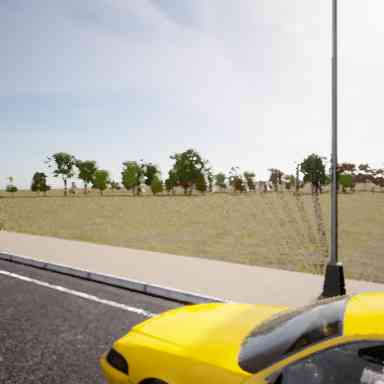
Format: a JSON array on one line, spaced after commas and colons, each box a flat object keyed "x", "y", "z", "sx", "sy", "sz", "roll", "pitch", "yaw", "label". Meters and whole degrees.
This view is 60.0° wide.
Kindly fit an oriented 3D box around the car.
[{"x": 1.570, "y": 1.456, "z": 2.441, "sx": 5.366, "sy": 1.575, "sz": 1.801, "roll": 0, "pitch": 0, "yaw": 35, "label": "car"}]
